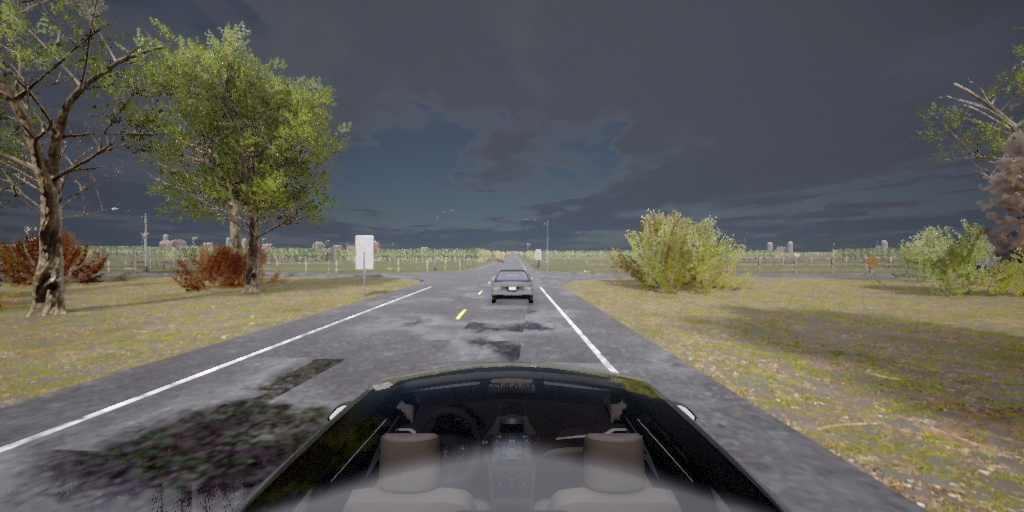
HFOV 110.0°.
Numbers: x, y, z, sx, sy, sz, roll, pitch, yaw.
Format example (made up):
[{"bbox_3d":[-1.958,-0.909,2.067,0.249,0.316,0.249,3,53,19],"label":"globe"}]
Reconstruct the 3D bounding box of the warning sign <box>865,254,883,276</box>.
[{"bbox_3d":[30.796,0.757,30.595,1.060,1.860,1.300,0,0,5],"label":"warning sign"}]

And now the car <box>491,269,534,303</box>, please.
[{"bbox_3d":[0.023,1.306,16.487,2.033,1.411,5.357,0,0,0],"label":"car"}]

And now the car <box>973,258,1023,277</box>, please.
[{"bbox_3d":[44.332,0.940,31.941,4.553,1.767,2.097,0,0,5],"label":"car"}]
